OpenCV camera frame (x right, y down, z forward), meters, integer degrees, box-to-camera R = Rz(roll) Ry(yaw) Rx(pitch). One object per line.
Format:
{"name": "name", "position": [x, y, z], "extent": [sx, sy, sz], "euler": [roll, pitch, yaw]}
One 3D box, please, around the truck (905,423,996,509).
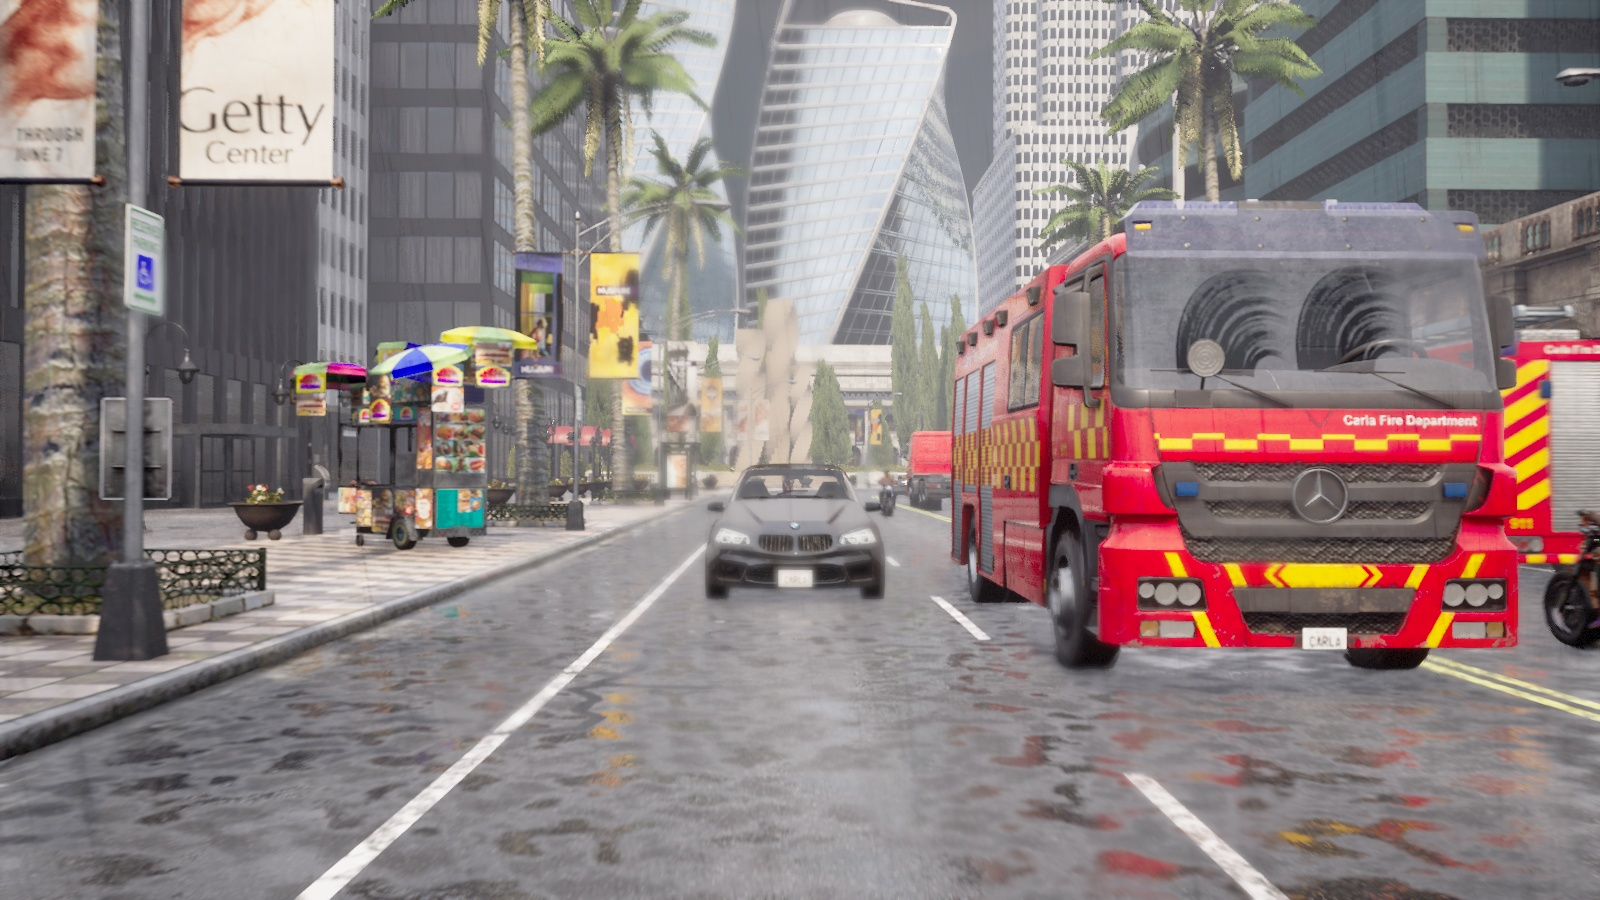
{"name": "truck", "position": [6.402, 0.721, 54.565], "extent": [2.891, 3.462, 7.936], "euler": [0, -1, -1]}

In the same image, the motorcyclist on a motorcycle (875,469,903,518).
{"name": "motorcyclist on a motorcycle", "position": [3.060, 1.481, 43.490], "extent": [0.766, 1.649, 2.350], "euler": [0, -1, -1]}

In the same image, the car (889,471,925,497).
{"name": "car", "position": [6.325, 2.007, 74.794], "extent": [1.970, 1.475, 3.806], "euler": [0, -1, 3]}

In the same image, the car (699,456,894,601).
{"name": "car", "position": [-0.069, 0.940, 16.780], "extent": [2.242, 1.667, 4.611], "euler": [0, -1, -1]}

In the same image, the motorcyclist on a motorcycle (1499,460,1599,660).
{"name": "motorcyclist on a motorcycle", "position": [6.987, 0.916, 10.658], "extent": [0.766, 1.649, 2.350], "euler": [0, -1, 0]}

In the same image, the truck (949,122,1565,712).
{"name": "truck", "position": [3.472, -0.157, 12.400], "extent": [2.891, 3.827, 8.468], "euler": [0, -1, -1]}

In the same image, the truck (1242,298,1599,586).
{"name": "truck", "position": [10.372, -0.041, 20.932], "extent": [2.891, 3.827, 8.468], "euler": [0, -1, -1]}
